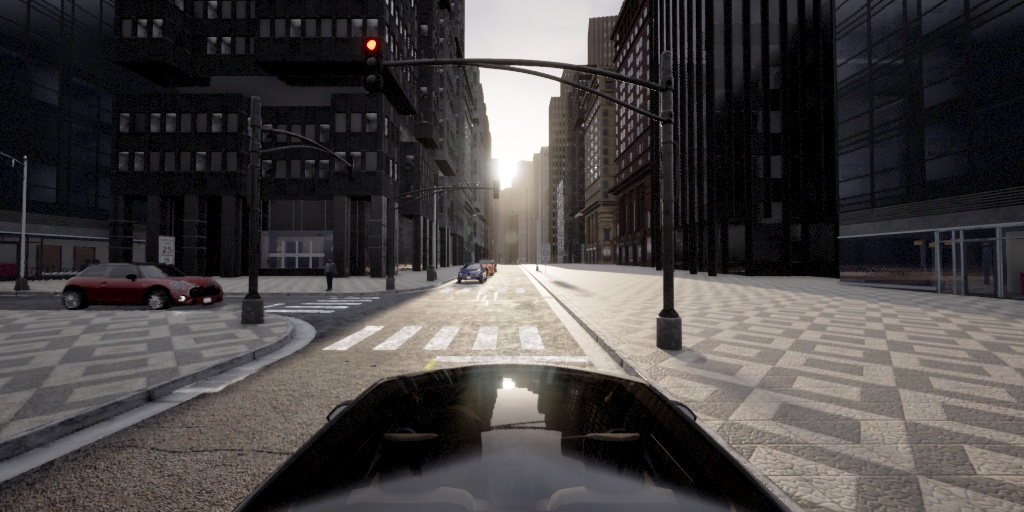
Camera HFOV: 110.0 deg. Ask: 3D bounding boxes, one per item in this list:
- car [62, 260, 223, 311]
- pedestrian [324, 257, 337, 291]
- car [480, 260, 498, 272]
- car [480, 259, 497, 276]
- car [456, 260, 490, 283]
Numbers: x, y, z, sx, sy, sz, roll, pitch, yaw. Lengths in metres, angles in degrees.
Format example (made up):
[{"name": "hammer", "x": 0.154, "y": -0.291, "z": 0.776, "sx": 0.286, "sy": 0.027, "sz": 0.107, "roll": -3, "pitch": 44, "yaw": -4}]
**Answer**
[{"name": "car", "x": -13.489, "y": 1.043, "z": 13.322, "sx": 4.553, "sy": 1.767, "sz": 2.097, "roll": 0, "pitch": -1, "yaw": 2}, {"name": "pedestrian", "x": -9.973, "y": 0.976, "z": 19.600, "sx": 0.375, "sy": 1.860, "sz": 0.375, "roll": 0, "pitch": -1, "yaw": 0}, {"name": "car", "x": -2.999, "y": 1.315, "z": 48.198, "sx": 2.128, "sy": 1.511, "sz": 4.902, "roll": 0, "pitch": 0, "yaw": 0}, {"name": "car", "x": -3.030, "y": 1.141, "z": 38.249, "sx": 2.097, "sy": 1.767, "sz": 4.553, "roll": 0, "pitch": 0, "yaw": 0}, {"name": "car", "x": -3.052, "y": 1.292, "z": 28.244, "sx": 1.812, "sy": 1.442, "sz": 4.674, "roll": 0, "pitch": 0, "yaw": 2}]
